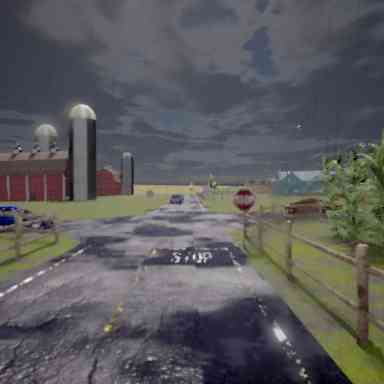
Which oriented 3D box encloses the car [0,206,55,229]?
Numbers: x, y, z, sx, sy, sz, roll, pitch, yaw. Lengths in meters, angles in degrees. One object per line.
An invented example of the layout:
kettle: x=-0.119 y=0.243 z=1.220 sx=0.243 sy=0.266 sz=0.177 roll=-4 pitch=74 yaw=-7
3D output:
car: x=-11.687 y=1.678 z=21.776 sx=5.008 sy=1.535 sz=1.882 roll=0 pitch=1 yaw=-10

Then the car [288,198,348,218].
car: x=9.869 y=1.221 z=26.079 sx=4.674 sy=1.442 sz=1.812 roll=-1 pitch=1 yaw=-12

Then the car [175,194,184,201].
car: x=-2.740 y=1.188 z=73.753 sx=1.882 sy=1.535 sz=5.008 roll=0 pitch=0 yaw=0

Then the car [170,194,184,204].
car: x=-2.776 y=1.135 z=58.567 sx=2.097 sy=1.767 sz=4.553 roll=0 pitch=0 yaw=1
